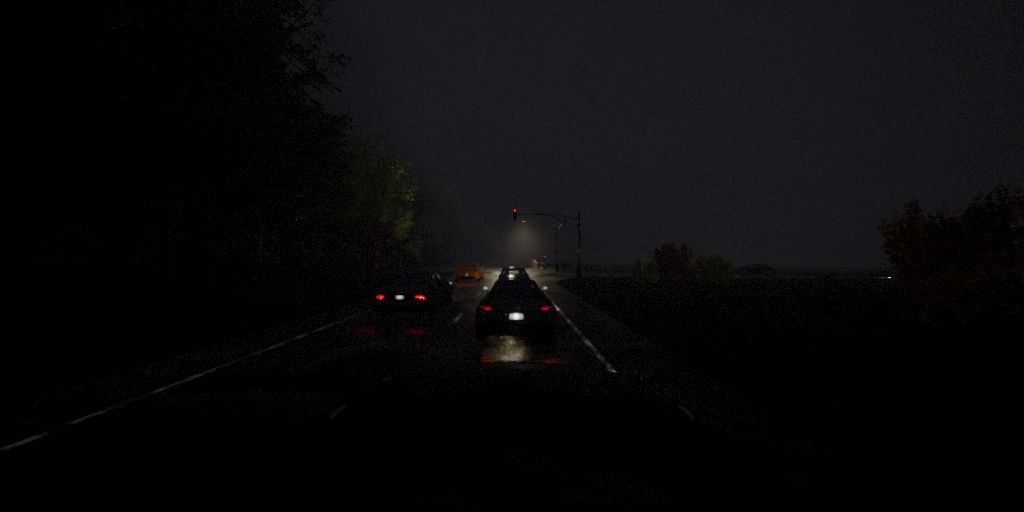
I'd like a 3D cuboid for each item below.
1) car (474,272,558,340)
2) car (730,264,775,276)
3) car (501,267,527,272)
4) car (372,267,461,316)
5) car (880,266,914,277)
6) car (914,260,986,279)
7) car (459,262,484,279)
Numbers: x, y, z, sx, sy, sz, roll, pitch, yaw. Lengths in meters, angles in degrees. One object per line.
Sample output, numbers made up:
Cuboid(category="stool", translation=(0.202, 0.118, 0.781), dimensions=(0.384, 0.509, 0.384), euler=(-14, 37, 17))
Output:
Cuboid(category="car", translation=(0.099, 1.319, 10.004), dimensions=(1.994, 1.385, 4.181), euler=(0, 0, 0))
Cuboid(category="car", translation=(28.871, 1.646, 43.143), dimensions=(4.892, 1.490, 1.837), euler=(1, -1, 0))
Cuboid(category="car", translation=(0.103, 1.310, 20.238), dimensions=(2.033, 1.411, 5.357), euler=(0, 0, 0))
Cuboid(category="car", translation=(-3.397, 1.305, 13.341), dimensions=(2.033, 1.411, 5.357), euler=(0, 0, 0))
Cuboid(category="car", translation=(47.002, 1.903, 43.011), dimensions=(4.181, 1.385, 1.994), euler=(1, -1, 1))
Cuboid(category="car", translation=(48.555, 1.517, 39.467), dimensions=(5.566, 2.045, 2.150), euler=(1, -1, 0))
Cuboid(category="car", translation=(-3.398, 1.246, 29.526), dimensions=(1.882, 1.535, 5.008), euler=(0, 0, 0))
